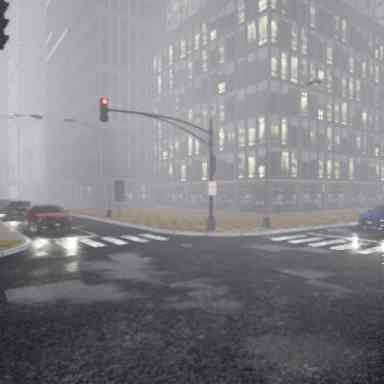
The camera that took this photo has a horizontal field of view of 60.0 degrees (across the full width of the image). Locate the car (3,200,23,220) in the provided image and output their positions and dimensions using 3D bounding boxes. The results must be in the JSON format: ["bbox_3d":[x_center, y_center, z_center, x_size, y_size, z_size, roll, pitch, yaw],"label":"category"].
[{"bbox_3d":[-14.570,1.502,28.352,1.837,1.490,4.892,0,0,-35],"label":"car"}]

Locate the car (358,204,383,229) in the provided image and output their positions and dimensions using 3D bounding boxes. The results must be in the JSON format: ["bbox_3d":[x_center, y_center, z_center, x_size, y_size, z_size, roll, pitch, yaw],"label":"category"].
[{"bbox_3d":[12.106,1.464,20.307,5.008,1.535,1.882,0,0,-35],"label":"car"}]

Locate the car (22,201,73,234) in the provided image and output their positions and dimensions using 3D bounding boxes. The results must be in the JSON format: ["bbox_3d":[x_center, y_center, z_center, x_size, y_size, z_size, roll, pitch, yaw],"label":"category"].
[{"bbox_3d":[-8.565,1.475,19.812,1.882,1.535,5.008,0,0,-35],"label":"car"}]

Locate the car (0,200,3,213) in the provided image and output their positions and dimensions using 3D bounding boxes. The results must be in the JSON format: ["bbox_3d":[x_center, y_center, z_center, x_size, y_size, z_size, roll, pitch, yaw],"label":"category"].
[{"bbox_3d":[-20.624,1.544,36.942,2.033,1.411,5.357,0,0,-35],"label":"car"}]
